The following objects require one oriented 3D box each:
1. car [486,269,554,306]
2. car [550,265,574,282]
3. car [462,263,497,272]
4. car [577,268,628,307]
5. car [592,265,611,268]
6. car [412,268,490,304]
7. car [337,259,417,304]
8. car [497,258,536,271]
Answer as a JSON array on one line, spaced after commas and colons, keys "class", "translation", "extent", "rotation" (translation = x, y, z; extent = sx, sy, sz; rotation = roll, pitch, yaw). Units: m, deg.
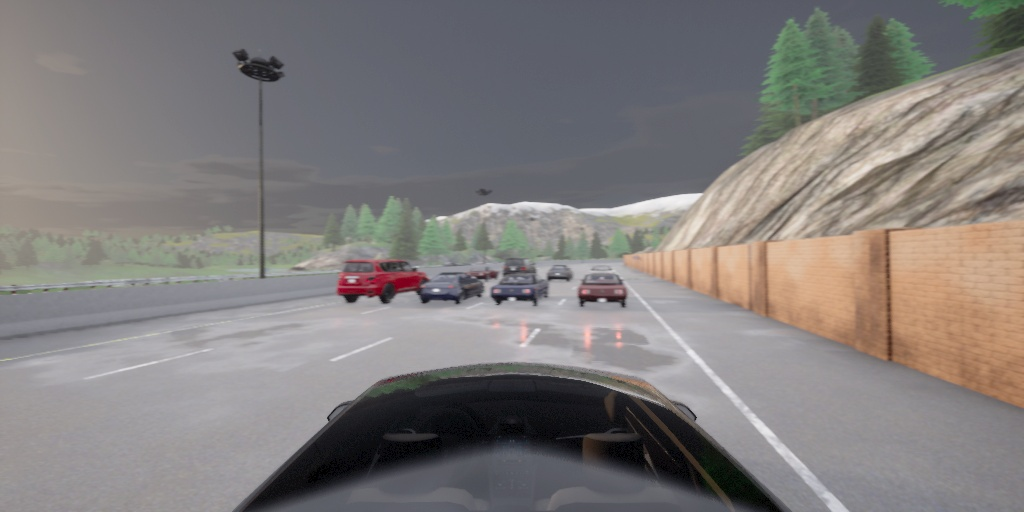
[{"class": "car", "translation": [0.543, 1.448, 16.536], "extent": [1.895, 1.301, 4.718], "rotation": [-1, 0, 14]}, {"class": "car", "translation": [4.213, 1.462, 31.263], "extent": [1.994, 1.385, 4.181], "rotation": [-1, 0, 14]}, {"class": "car", "translation": [-2.623, 1.609, 32.783], "extent": [1.895, 1.301, 4.718], "rotation": [-1, 0, 14]}, {"class": "car", "translation": [3.938, 1.392, 15.690], "extent": [1.895, 1.301, 4.718], "rotation": [-1, 0, 14]}, {"class": "car", "translation": [7.565, 1.443, 30.245], "extent": [1.895, 1.301, 4.718], "rotation": [-1, 0, 14]}, {"class": "car", "translation": [-2.807, 1.468, 17.571], "extent": [1.994, 1.385, 4.181], "rotation": [-1, 0, 14]}, {"class": "car", "translation": [-6.278, 1.174, 18.140], "extent": [2.150, 2.045, 5.566], "rotation": [-1, 0, 14]}, {"class": "car", "translation": [0.745, 1.169, 31.856], "extent": [2.150, 2.045, 5.566], "rotation": [-1, 0, 14]}]
